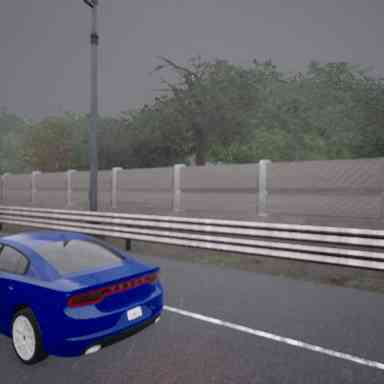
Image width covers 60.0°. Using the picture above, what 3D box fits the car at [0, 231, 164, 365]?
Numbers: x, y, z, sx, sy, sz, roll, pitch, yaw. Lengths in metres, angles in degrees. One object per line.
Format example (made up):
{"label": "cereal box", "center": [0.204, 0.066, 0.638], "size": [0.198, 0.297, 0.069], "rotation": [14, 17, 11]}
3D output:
{"label": "car", "center": [-2.771, 1.436, 5.847], "size": [5.008, 1.535, 1.882], "rotation": [0, 0, 36]}
